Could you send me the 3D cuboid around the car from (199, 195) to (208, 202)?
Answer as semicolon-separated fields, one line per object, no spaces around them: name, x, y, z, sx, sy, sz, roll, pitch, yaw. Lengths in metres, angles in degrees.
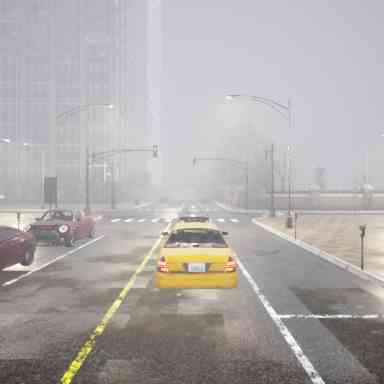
car;2.609;1.454;74.720;1.887;1.381;4.507;0;0;0

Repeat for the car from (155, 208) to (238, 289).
car;0.089;1.454;9.081;1.801;1.575;5.366;0;0;0

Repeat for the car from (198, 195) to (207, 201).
car;2.603;1.448;80.280;2.008;1.369;4.403;0;0;0

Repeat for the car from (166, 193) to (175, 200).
car;-5.933;1.181;91.337;2.192;1.841;5.009;0;0;0

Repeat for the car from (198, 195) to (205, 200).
car;2.592;1.411;91.402;1.887;1.381;4.507;0;0;0

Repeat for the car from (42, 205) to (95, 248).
car;-5.706;1.433;14.572;1.967;1.590;4.097;0;0;0

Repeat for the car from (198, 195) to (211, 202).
car;2.682;1.492;63.605;1.947;1.339;4.313;0;0;0

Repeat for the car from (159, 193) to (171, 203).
car;-5.911;1.485;69.095;1.947;1.339;4.313;0;0;0

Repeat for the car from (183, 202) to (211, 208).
car;0.095;1.535;19.344;2.033;1.411;5.357;0;0;0

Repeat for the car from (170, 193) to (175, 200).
car;-5.928;1.323;85.779;1.967;1.590;4.097;0;0;0

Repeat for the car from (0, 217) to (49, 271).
car;-5.700;1.579;8.879;1.802;1.307;4.206;0;0;0
